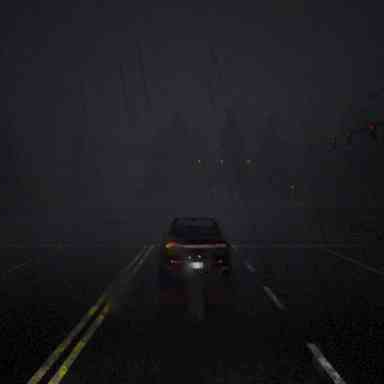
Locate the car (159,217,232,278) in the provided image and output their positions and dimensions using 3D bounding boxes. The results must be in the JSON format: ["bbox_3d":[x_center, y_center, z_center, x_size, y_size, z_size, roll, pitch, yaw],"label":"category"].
[{"bbox_3d":[0.032,1.498,10.193,2.128,1.511,4.902,0,0,-2],"label":"car"}]
